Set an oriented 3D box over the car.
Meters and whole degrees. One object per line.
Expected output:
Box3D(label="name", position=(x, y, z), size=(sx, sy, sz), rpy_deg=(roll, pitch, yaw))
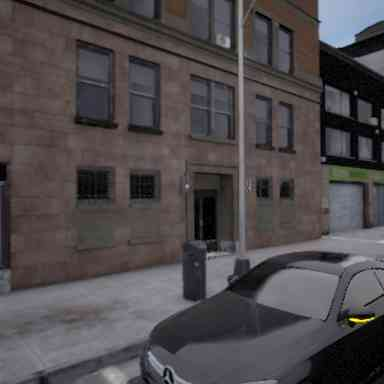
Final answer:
Box3D(label="car", position=(1.581, 1.581, 4.412), size=(4.674, 1.442, 1.812), rpy_deg=(0, -1, -39))
